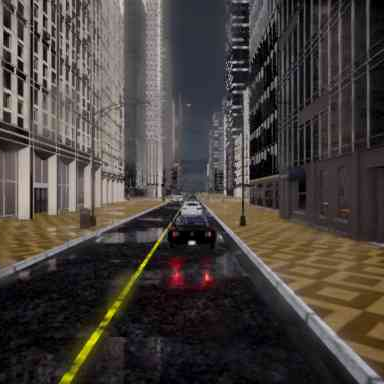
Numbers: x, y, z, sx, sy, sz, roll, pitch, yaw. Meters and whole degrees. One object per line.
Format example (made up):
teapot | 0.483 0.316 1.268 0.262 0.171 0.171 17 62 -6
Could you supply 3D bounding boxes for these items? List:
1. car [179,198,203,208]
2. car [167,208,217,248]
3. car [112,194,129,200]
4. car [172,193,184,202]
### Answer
car | -0.001 1.533 29.649 1.812 1.442 4.674 0 0 0
car | 0.000 1.617 14.679 1.895 1.301 4.718 0 0 0
car | -18.895 1.405 82.472 4.829 1.417 1.752 0 -1 -1
car | -3.000 1.173 71.561 2.150 2.045 5.566 0 0 0
